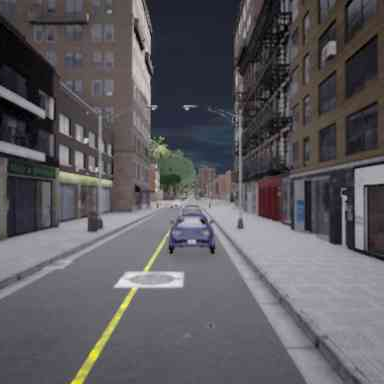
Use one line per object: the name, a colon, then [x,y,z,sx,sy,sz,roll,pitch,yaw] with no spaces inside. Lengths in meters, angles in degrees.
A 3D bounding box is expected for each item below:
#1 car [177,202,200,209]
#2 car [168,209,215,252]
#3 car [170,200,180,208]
car: [-0.007,1.834,28.996,2.033,1.411,5.357,0,-1,0]
car: [0.001,1.666,14.398,1.812,1.442,4.674,0,0,0]
car: [-2.770,2.136,59.372,1.812,1.442,4.674,0,-1,0]
